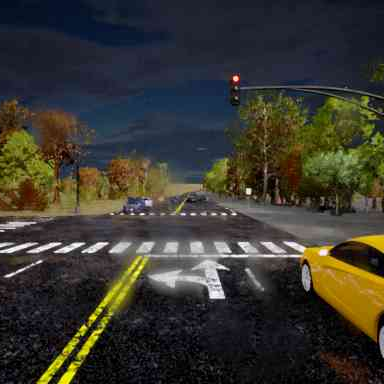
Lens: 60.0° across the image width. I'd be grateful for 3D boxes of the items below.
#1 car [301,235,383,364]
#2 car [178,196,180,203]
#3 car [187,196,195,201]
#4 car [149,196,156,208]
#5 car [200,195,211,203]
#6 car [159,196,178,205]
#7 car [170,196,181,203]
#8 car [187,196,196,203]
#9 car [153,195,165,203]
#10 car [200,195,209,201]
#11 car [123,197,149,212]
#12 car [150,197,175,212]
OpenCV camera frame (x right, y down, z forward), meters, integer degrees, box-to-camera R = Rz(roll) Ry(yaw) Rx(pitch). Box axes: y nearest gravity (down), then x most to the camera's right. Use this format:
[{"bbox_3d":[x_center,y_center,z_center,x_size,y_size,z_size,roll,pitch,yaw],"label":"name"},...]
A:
[{"bbox_3d":[3.347,1.444,5.450,1.882,1.535,5.008,0,1,0],"label":"car"},{"bbox_3d":[-3.492,1.532,59.007,1.812,1.442,4.674,0,0,0],"label":"car"},{"bbox_3d":[-0.228,1.608,82.020,1.895,1.301,4.718,0,0,0],"label":"car"},{"bbox_3d":[-6.742,1.529,48.229,1.812,1.442,4.674,0,0,0],"label":"car"},{"bbox_3d":[3.073,1.506,71.529,2.128,1.511,4.902,0,0,0],"label":"car"},{"bbox_3d":[-3.483,1.509,49.165,1.837,1.490,4.892,0,0,0],"label":"car"},{"bbox_3d":[-3.444,1.546,69.621,2.033,1.411,5.357,0,0,0],"label":"car"},{"bbox_3d":[-0.117,1.571,70.530,1.994,1.385,4.181,0,0,0],"label":"car"},{"bbox_3d":[-6.703,1.486,67.747,1.882,1.535,5.008,0,0,0],"label":"car"},{"bbox_3d":[3.022,1.459,81.684,2.033,1.411,5.357,0,0,0],"label":"car"},{"bbox_3d":[-6.710,1.354,39.178,2.097,1.767,4.553,0,0,0],"label":"car"},{"bbox_3d":[-3.461,1.603,39.698,1.895,1.301,4.718,0,0,0],"label":"car"}]
